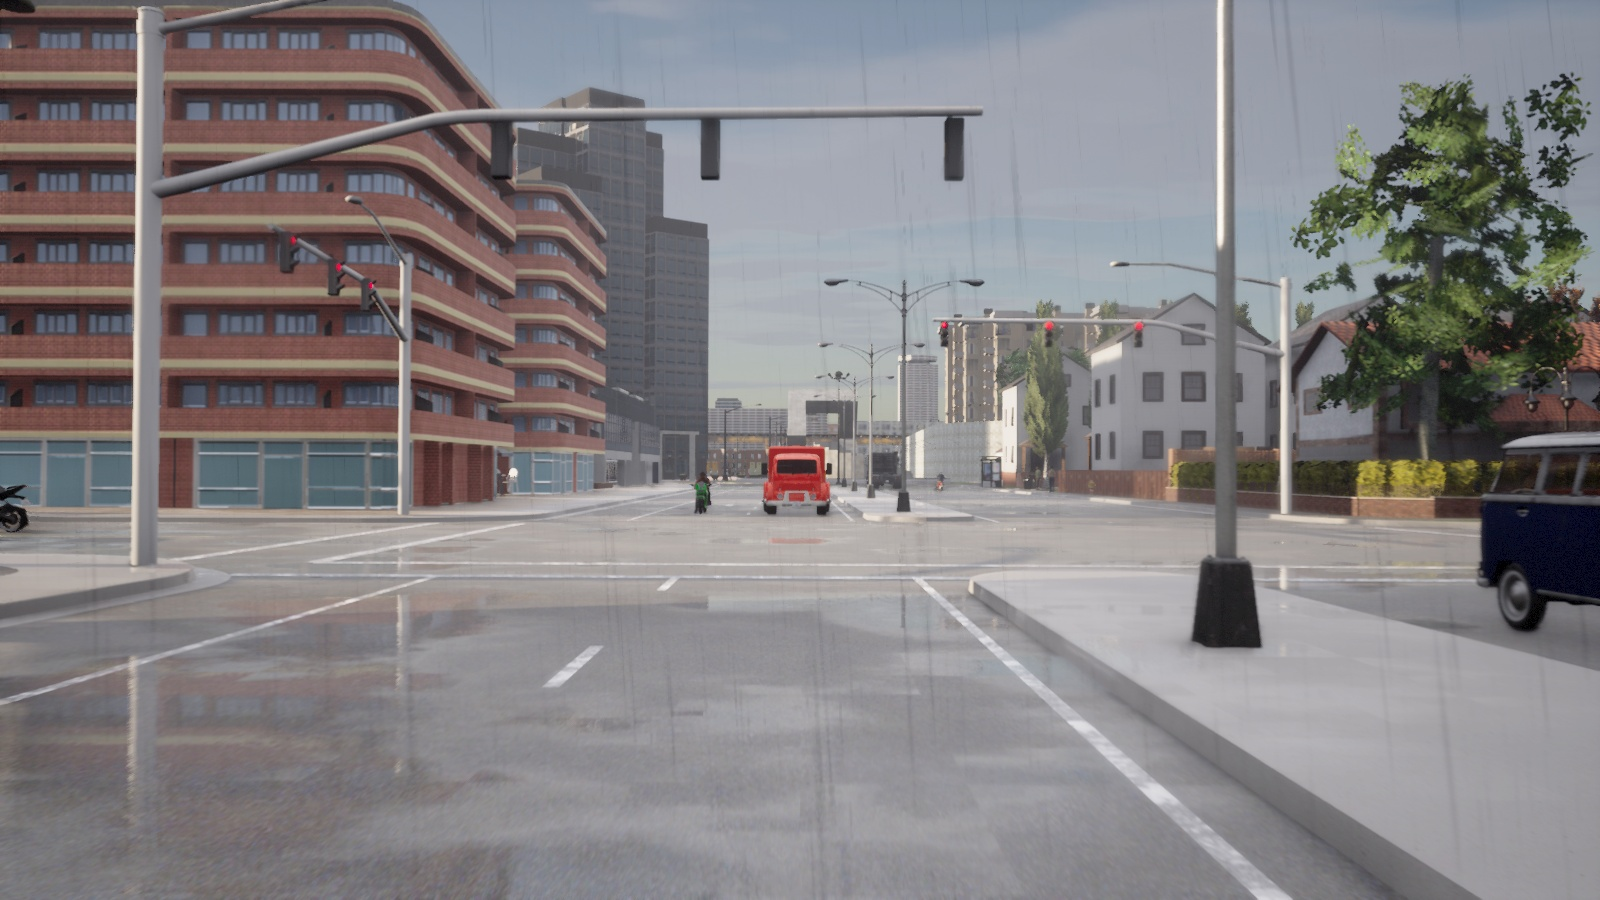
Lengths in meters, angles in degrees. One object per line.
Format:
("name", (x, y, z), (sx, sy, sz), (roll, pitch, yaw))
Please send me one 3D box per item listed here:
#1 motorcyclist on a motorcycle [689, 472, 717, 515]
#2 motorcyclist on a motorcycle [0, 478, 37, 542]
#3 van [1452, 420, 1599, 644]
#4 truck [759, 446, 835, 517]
("motorcyclist on a motorcycle", (-3.511, 1.577, 45.687), (0.797, 1.523, 2.044), (0, -1, 2))
("motorcyclist on a motorcycle", (-19.814, 1.438, 30.341), (2.191, 1.530, 0.866), (0, -1, -1))
("van", (7.973, 0.727, 11.398), (1.775, 1.987, 4.442), (0, -1, 0))
("truck", (-0.109, 1.096, 46.725), (2.627, 2.467, 5.204), (0, 0, 0))
